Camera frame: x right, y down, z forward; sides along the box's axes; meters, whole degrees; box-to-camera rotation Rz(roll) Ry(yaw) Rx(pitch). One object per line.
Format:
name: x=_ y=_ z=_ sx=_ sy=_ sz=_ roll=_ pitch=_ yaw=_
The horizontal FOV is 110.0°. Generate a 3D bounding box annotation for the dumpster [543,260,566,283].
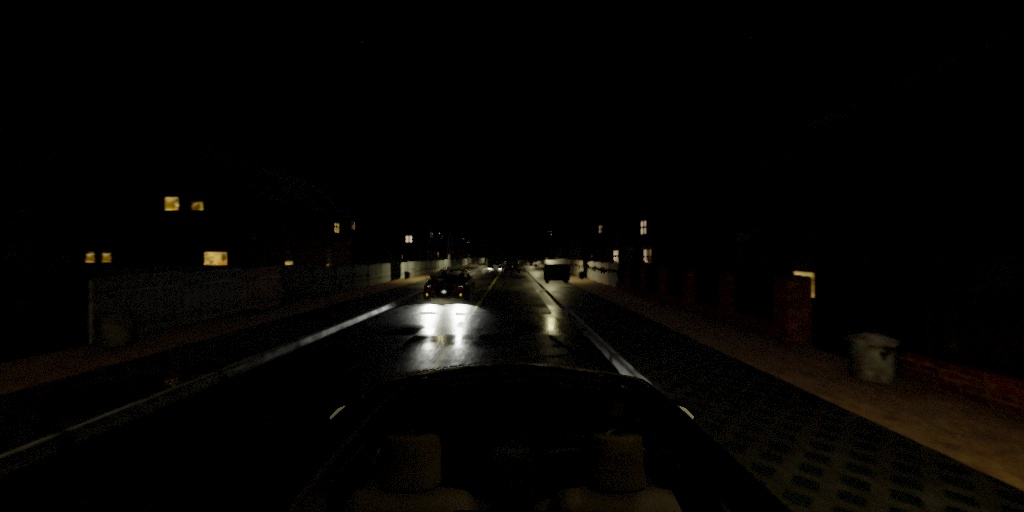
dumpster: x=3.006 y=1.118 z=25.379 sx=1.020 sy=1.700 sz=1.940 roll=0 pitch=0 yaw=0

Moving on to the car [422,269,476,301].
car: x=-2.851 y=1.297 z=16.960 sx=1.994 sy=1.385 sz=4.181 roll=0 pitch=0 yaw=0

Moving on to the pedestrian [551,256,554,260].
pedestrian: x=3.006 y=0.862 z=26.839 sx=0.375 sy=1.860 sz=0.375 roll=0 pitch=0 yaw=-6

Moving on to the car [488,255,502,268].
car: x=-2.663 y=0.896 z=58.883 sx=2.150 sy=2.045 sz=5.566 roll=0 pitch=0 yaw=2

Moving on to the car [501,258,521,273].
car: x=0.057 y=1.245 z=42.448 sx=2.033 sy=1.411 sz=5.357 roll=0 pitch=0 yaw=0
